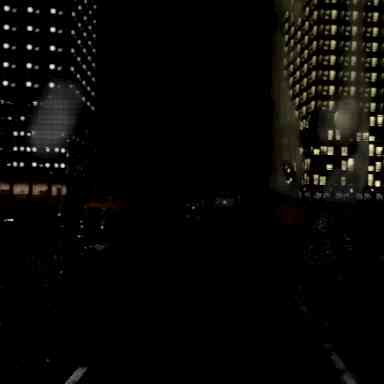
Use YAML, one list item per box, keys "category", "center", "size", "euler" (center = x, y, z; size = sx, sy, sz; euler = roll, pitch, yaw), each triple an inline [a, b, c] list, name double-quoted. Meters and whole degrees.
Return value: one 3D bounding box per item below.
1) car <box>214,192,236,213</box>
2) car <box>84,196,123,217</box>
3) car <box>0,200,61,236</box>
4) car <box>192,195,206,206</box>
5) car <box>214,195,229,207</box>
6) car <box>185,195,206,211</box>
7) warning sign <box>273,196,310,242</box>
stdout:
- category: "car"
  center: [3.532, 1.066, 35.937]
  size: [2.150, 2.045, 5.566]
  euler: [1, 0, 5]
- category: "car"
  center: [-7.190, 1.114, 27.346]
  size: [1.882, 1.535, 5.008]
  euler: [1, 1, 6]
- category: "car"
  center: [-8.313, 1.174, 16.476]
  size: [2.128, 1.511, 4.902]
  euler: [1, 0, 6]
- category: "car"
  center: [1.062, 1.207, 49.081]
  size: [1.812, 1.442, 4.674]
  euler: [1, 1, 3]
- category: "car"
  center: [4.307, 1.241, 48.894]
  size: [1.882, 1.535, 5.008]
  euler: [1, 1, 3]
- category: "car"
  center: [0.354, 1.358, 37.031]
  size: [1.895, 1.301, 4.718]
  euler: [1, 0, 5]
- category: "warning sign"
  center: [4.253, 1.129, 14.376]
  size: [1.300, 1.860, 1.060]
  euler: [2, 1, 6]
